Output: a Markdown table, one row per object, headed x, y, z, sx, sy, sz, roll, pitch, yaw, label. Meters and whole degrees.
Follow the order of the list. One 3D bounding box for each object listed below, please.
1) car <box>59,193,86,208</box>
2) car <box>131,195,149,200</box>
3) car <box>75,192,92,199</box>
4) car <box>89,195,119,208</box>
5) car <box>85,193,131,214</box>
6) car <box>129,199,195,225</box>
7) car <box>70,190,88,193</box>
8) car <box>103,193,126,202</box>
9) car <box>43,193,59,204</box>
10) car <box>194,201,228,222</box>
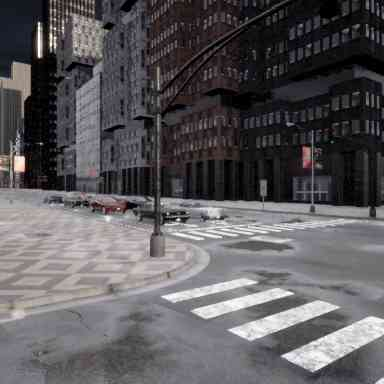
| x | y | z | sx | sy | sz | roll | pitch | yaw | label |
| --- | --- | --- | --- | --- | --- | --- | --- | --- | --- |
| -13.066 | 1.087 | 37.407 | 1.895 | 1.301 | 4.718 | 0 | 1 | -36 | car |
| -4.996 | 1.094 | 31.741 | 1.882 | 1.535 | 5.008 | 0 | 1 | -36 | car |
| -21.760 | 0.635 | 66.539 | 1.895 | 1.301 | 4.718 | 0 | 1 | -36 | car |
| -10.483 | 1.082 | 39.381 | 1.895 | 1.301 | 4.718 | 0 | 1 | -36 | car |
| -7.592 | 1.100 | 29.781 | 1.882 | 1.535 | 5.008 | 0 | 1 | -36 | car |
| -2.113 | 1.355 | 22.158 | 1.895 | 1.301 | 4.718 | 0 | 1 | -36 | car |
| -16.438 | 0.680 | 47.722 | 2.097 | 1.767 | 4.553 | 0 | 1 | -36 | car |
| -12.608 | 0.879 | 53.808 | 1.895 | 1.301 | 4.718 | 0 | 1 | -36 | car |
| -19.284 | 0.875 | 46.119 | 2.033 | 1.411 | 5.357 | 0 | 1 | -35 | car |
| 0.485 | 1.350 | 24.113 | 1.895 | 1.301 | 4.718 | 0 | 1 | -36 | car |
